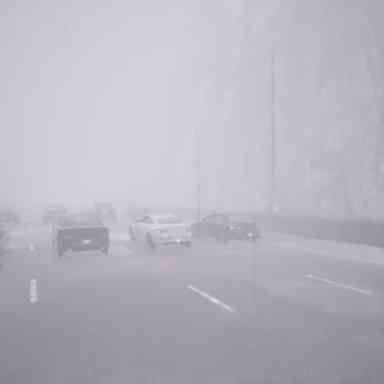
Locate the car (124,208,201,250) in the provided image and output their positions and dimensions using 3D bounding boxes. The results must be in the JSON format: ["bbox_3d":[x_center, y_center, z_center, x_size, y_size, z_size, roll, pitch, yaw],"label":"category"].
[{"bbox_3d":[-1.536,1.704,15.418,1.812,1.442,4.674,0,0,-25],"label":"car"}]

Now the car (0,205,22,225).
[{"bbox_3d":[-14.382,1.720,25.833,1.812,1.442,4.674,0,0,-25],"label":"car"}]

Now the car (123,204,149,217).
[{"bbox_3d":[-4.939,1.784,30.423,1.812,1.442,4.674,0,0,-25],"label":"car"}]

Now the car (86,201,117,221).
[{"bbox_3d":[-7.887,1.588,28.480,2.097,1.767,4.553,0,0,-25],"label":"car"}]

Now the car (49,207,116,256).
[{"bbox_3d":[-4.831,1.637,14.197,1.882,1.535,5.008,0,0,-25],"label":"car"}]

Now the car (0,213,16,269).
[{"bbox_3d":[-7.251,1.672,11.123,2.033,1.411,5.357,0,-1,-26],"label":"car"}]

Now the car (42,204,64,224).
[{"bbox_3d":[-11.235,1.741,27.365,1.812,1.442,4.674,0,0,-25],"label":"car"}]

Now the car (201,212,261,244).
[{"bbox_3d":[1.611,1.725,16.949,1.812,1.442,4.674,0,0,-25],"label":"car"}]
